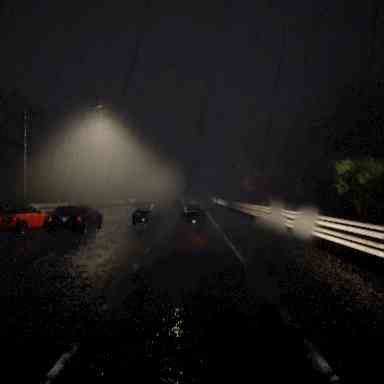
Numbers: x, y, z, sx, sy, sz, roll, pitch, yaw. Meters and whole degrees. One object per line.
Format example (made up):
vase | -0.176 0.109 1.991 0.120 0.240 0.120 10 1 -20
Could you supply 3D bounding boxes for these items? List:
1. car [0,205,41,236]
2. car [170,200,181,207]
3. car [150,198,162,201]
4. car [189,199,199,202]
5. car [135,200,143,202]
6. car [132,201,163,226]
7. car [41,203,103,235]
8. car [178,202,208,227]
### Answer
car | -10.377 1.540 20.071 2.097 1.767 4.553 0 -1 0
car | -3.110 2.154 63.651 2.033 1.411 5.357 0 -1 0
car | -6.674 1.935 60.806 2.097 1.767 4.553 0 0 3
car | 0.398 2.145 64.783 1.812 1.442 4.674 0 -1 0
car | -10.105 2.214 64.215 1.895 1.301 4.718 0 -1 0
car | -3.360 1.733 25.477 2.128 1.511 4.902 0 0 0
car | -6.877 1.541 20.085 2.097 1.767 4.553 0 -1 0
car | 0.138 1.740 24.694 1.837 1.490 4.892 0 0 0
